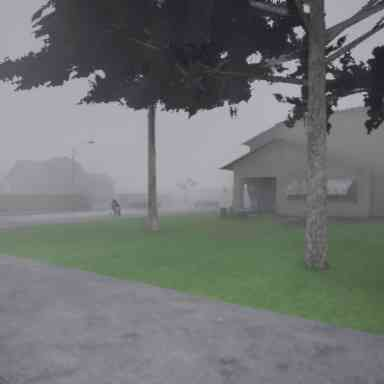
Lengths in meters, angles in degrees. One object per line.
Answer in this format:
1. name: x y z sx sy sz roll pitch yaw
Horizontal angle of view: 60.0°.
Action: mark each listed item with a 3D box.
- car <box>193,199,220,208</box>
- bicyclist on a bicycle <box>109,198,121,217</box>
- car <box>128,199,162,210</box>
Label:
1. car: 2.240 1.639 49.368 1.895 1.301 4.718 0 0 36
2. bicyclist on a bicycle: -6.820 1.381 29.352 1.656 1.620 0.582 0 0 36
3. car: -6.262 1.645 44.493 1.895 1.301 4.718 0 0 36
